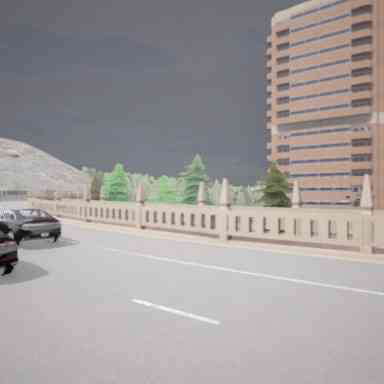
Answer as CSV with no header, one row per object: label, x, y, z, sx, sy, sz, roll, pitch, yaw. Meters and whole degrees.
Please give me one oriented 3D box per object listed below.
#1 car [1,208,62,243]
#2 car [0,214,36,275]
car,-7.641,1.491,14.935,4.902,1.511,2.128,0,0,43
car,-6.623,1.491,9.316,4.902,1.511,2.128,0,0,40
